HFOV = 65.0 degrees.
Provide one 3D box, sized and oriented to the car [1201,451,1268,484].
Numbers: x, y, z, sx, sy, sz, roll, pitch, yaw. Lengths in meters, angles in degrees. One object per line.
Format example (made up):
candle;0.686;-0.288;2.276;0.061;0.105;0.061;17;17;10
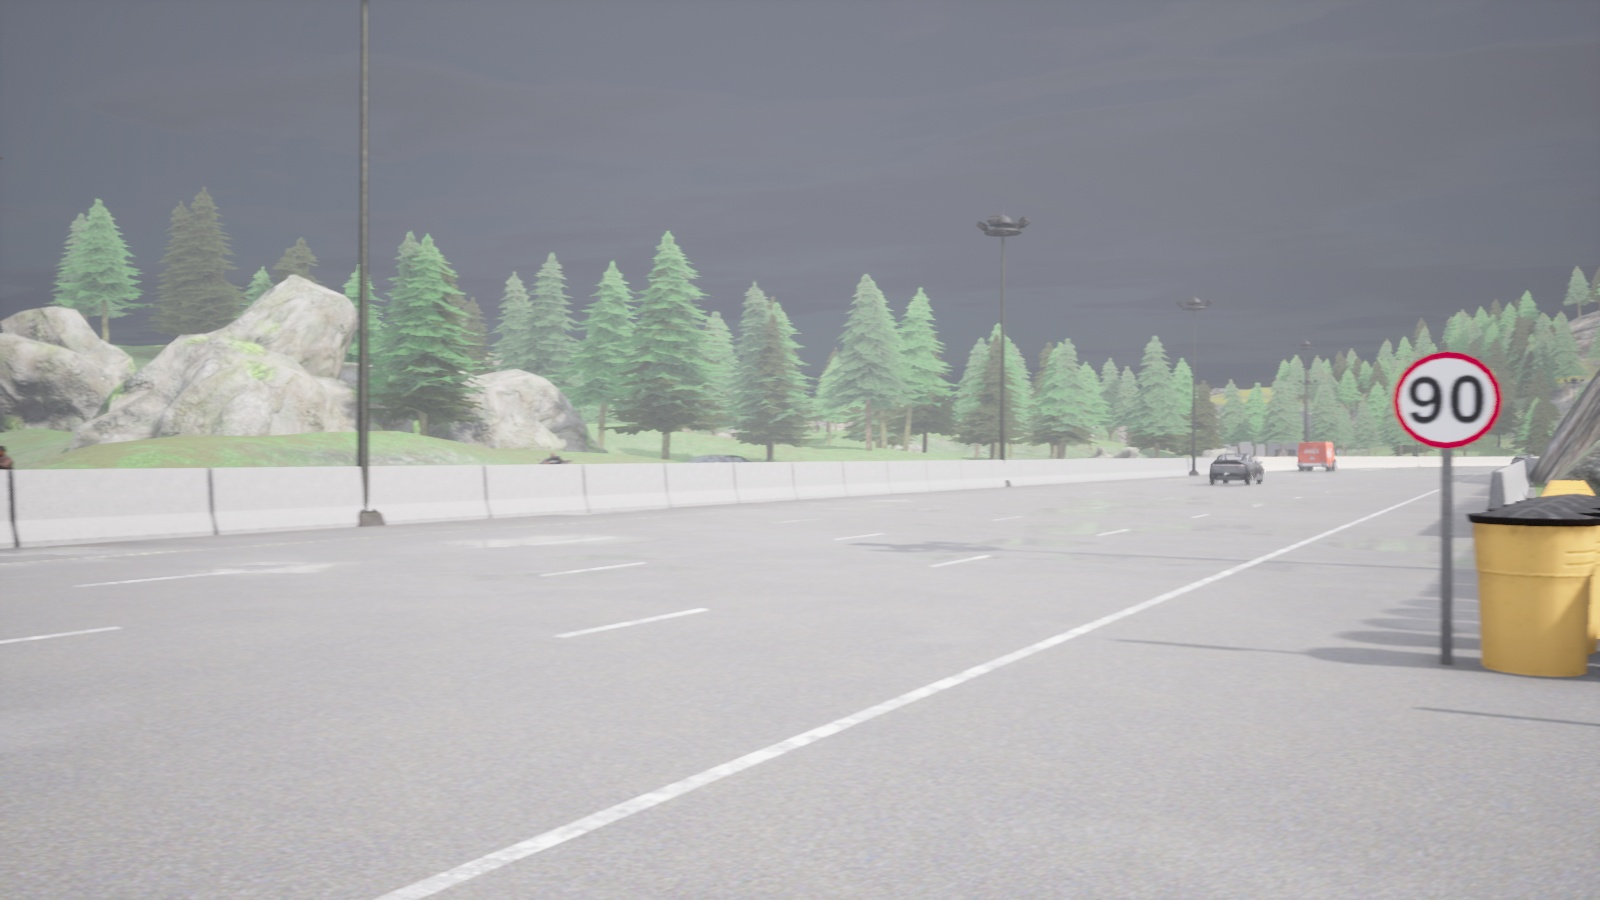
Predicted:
car;20.768;0.788;59.951;2.128;1.511;4.902;0;0;30

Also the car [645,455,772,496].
car;-3.280;0.886;46.338;2.033;1.411;5.357;0;0;30
